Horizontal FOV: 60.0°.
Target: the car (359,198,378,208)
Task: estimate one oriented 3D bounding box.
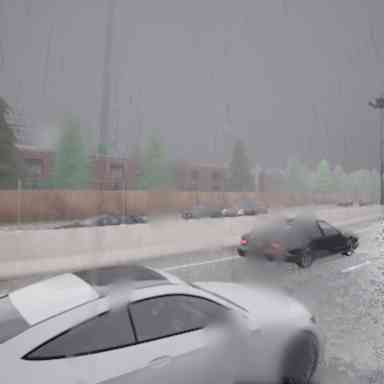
[{"bbox_3d":[30.513,1.877,57.438,1.882,1.535,5.008,0,0,41],"label":"car"}]

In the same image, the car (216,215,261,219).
[{"bbox_3d":[4.370,1.527,27.093,2.097,1.767,4.553,0,0,42],"label":"car"}]

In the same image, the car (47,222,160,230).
[{"bbox_3d":[-3.697,1.634,14.563,5.357,1.411,2.033,0,0,-39],"label":"car"}]

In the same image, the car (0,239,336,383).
[{"bbox_3d":[-0.547,1.548,3.546,4.674,1.442,1.812,0,0,-36],"label":"car"}]

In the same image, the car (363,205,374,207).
[{"bbox_3d":[25.060,1.867,45.720,2.033,1.411,5.357,0,0,41],"label":"car"}]

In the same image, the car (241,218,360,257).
[{"bbox_3d":[3.870,1.626,11.561,5.357,1.411,2.033,0,0,-42],"label":"car"}]

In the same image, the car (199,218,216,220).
[{"bbox_3d":[1.108,1.745,28.707,1.994,1.385,4.181,0,0,43],"label":"car"}]
